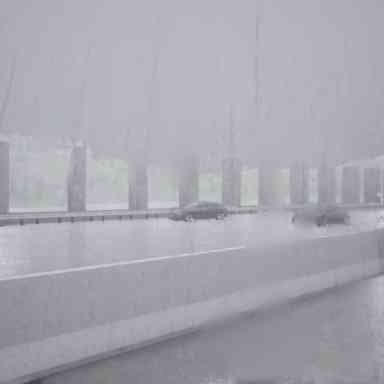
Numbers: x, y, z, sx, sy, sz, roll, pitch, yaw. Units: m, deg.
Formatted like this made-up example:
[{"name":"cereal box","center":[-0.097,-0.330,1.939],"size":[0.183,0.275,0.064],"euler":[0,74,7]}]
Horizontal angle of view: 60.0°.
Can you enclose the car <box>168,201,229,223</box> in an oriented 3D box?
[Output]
[{"name":"car","center":[0.533,1.503,25.306],"size":[4.892,1.490,1.837],"euler":[0,0,-33]}]

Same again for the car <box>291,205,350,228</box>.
[{"name":"car","center":[8.603,1.564,22.152],"size":[4.181,1.385,1.994],"euler":[0,0,-32]}]
